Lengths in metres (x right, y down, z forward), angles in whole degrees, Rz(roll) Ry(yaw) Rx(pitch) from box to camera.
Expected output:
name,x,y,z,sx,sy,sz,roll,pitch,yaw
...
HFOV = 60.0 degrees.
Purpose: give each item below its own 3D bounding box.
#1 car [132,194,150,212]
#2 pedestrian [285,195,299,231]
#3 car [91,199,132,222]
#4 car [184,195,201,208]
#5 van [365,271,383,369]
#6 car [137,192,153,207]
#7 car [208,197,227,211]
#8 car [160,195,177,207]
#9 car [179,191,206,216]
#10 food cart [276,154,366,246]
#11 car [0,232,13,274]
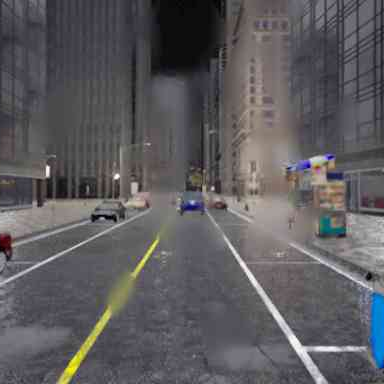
name,x,y,z,sx,sy,sz,roll,pitch,yaw
car,-5.847,1.210,34.562,1.752,1.417,4.829,0,0,0
pedestrian,5.043,0.974,16.553,0.375,1.860,0.375,1,0,-18
car,-5.848,1.335,23.814,1.947,1.339,4.313,1,0,0
car,0.040,1.176,42.642,2.033,1.411,5.357,0,0,1
van,2.678,1.318,1.970,1.690,1.788,3.998,1,1,0
car,-5.845,0.960,40.190,2.192,1.841,5.009,0,0,0
car,2.678,1.228,34.729,1.887,1.381,4.507,0,0,0
car,-3.037,1.104,42.815,1.882,1.535,5.008,0,0,1
car,0.053,0.946,29.516,2.150,2.045,5.566,0,1,0
food cart,5.619,0.310,15.252,2.280,3.560,4.660,-1,0,0
car,-5.849,1.465,7.437,1.887,1.381,4.507,1,1,0
